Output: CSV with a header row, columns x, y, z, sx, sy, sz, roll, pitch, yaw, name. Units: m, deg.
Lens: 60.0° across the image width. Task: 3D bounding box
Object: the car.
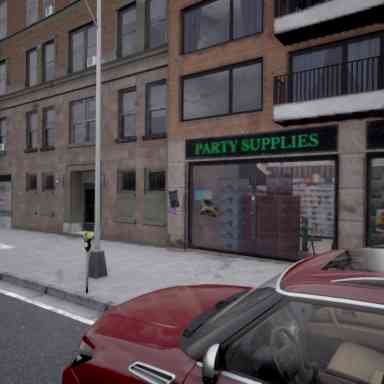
x,y,z,sx,sy,sz,roll,pitch,yaw,name
1.313,1.315,2.130,5.009,1.841,2.192,0,1,35,car
